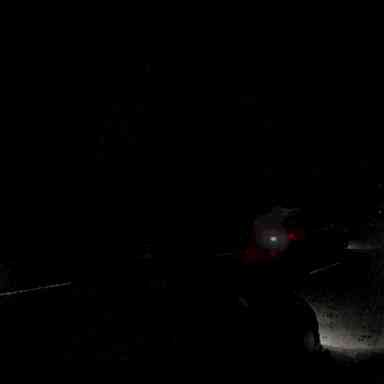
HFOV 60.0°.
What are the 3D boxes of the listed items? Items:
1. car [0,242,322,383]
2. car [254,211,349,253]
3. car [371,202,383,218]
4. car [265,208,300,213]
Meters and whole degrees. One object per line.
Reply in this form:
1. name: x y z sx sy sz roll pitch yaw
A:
1. car: -0.286 1.575 4.008 4.181 1.385 1.994 0 0 -39
2. car: 4.274 1.620 12.698 4.181 1.385 1.994 0 0 -43
3. car: 18.300 1.643 30.850 5.008 1.535 1.882 0 0 -44
4. car: 5.289 1.604 18.423 4.674 1.442 1.812 0 0 -43
